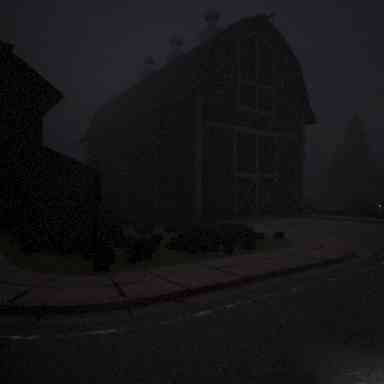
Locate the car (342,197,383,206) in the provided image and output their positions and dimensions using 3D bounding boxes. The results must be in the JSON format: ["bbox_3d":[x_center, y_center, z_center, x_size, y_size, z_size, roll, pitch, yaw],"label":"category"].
[{"bbox_3d":[18.226,1.362,35.080,2.097,1.767,4.553,0,0,-34],"label":"car"}]
